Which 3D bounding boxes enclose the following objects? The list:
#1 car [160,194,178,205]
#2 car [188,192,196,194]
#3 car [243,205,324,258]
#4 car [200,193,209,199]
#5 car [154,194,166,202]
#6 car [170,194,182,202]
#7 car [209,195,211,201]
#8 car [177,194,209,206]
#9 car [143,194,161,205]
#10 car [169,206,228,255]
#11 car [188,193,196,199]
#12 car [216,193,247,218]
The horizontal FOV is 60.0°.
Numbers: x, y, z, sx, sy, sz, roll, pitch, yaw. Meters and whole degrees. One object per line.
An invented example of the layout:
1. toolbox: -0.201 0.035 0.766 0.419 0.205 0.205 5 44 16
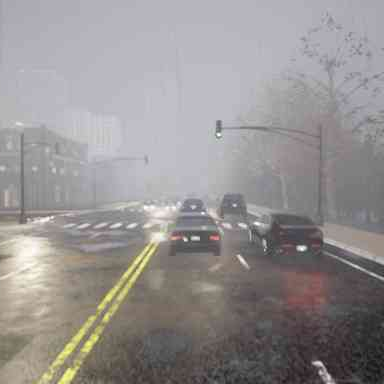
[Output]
1. car: -3.319 1.317 52.708 2.128 1.511 4.902 0 0 0
2. car: 0.000 0.959 76.294 2.150 2.045 5.566 0 0 0
3. car: 3.352 1.464 12.576 1.837 1.490 4.892 0 0 0
4. car: 3.251 1.090 86.684 1.994 1.385 4.181 0 0 0
5. car: -6.499 1.249 68.009 1.882 1.535 5.008 0 1 0
6. car: -3.248 1.286 68.756 2.128 1.511 4.902 0 0 0
7. car: 3.250 1.259 76.265 2.128 1.511 4.902 0 0 0
8. car: 0.102 1.260 28.212 2.097 1.767 4.553 0 0 0
9. car: -6.569 1.316 52.713 2.128 1.511 4.902 0 0 0
10. car: 0.101 1.505 13.009 2.033 1.411 5.357 0 0 0
11. car: 0.001 1.038 86.683 1.837 1.490 4.892 0 0 0
12. car: 3.353 1.129 28.715 2.150 2.045 5.566 0 0 0
